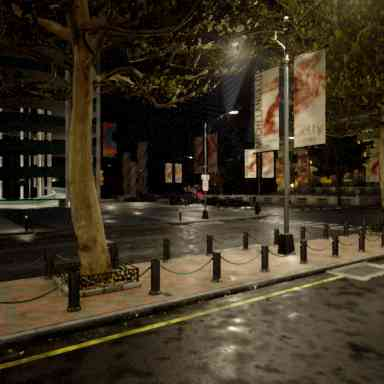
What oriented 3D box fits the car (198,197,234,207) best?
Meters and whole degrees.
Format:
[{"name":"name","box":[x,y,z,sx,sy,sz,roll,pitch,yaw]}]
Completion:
[{"name":"car","box":[3.522,1.477,50.230,1.882,1.535,5.008,0,0,-35]}]

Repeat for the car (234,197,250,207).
[{"name":"car","box":[6.582,1.547,51.978,2.033,1.411,5.357,0,0,-35]}]

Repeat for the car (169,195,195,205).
[{"name":"car","box":[-2.091,1.351,57.989,2.097,1.767,4.553,0,0,-37]}]

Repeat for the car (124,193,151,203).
[{"name":"car","box":[-11.697,1.547,68.493,5.357,1.411,2.033,0,0,37]}]

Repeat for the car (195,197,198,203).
[{"name":"car","box":[-0.035,1.525,61.131,1.812,1.442,4.674,0,0,-36]}]

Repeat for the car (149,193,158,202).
[{"name":"car","box":[-9.770,1.225,71.413,5.566,2.045,2.150,0,0,37]}]
